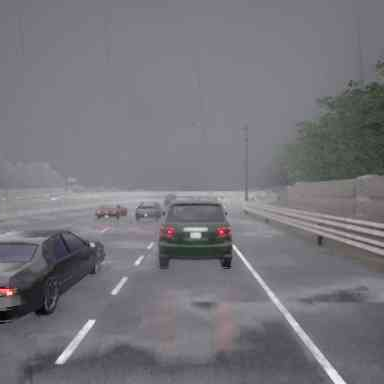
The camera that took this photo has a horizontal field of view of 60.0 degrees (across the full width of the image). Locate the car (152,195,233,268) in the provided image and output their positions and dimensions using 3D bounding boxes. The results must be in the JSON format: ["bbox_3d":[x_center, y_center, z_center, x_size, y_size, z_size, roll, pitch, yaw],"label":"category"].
[{"bbox_3d":[0.100,1.253,11.537,2.150,2.045,5.566,0,0,0],"label":"car"}]

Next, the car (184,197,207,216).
[{"bbox_3d":[0.436,1.438,33.840,2.097,1.767,4.553,0,0,4],"label":"car"}]

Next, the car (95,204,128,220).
[{"bbox_3d":[-6.900,1.677,29.085,1.895,1.301,4.718,0,0,0],"label":"car"}]

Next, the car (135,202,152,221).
[{"bbox_3d":[-3.500,1.565,27.763,2.128,1.511,4.902,0,0,0],"label":"car"}]

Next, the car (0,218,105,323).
[{"bbox_3d":[-3.500,1.567,7.521,2.033,1.411,5.357,0,0,0],"label":"car"}]
